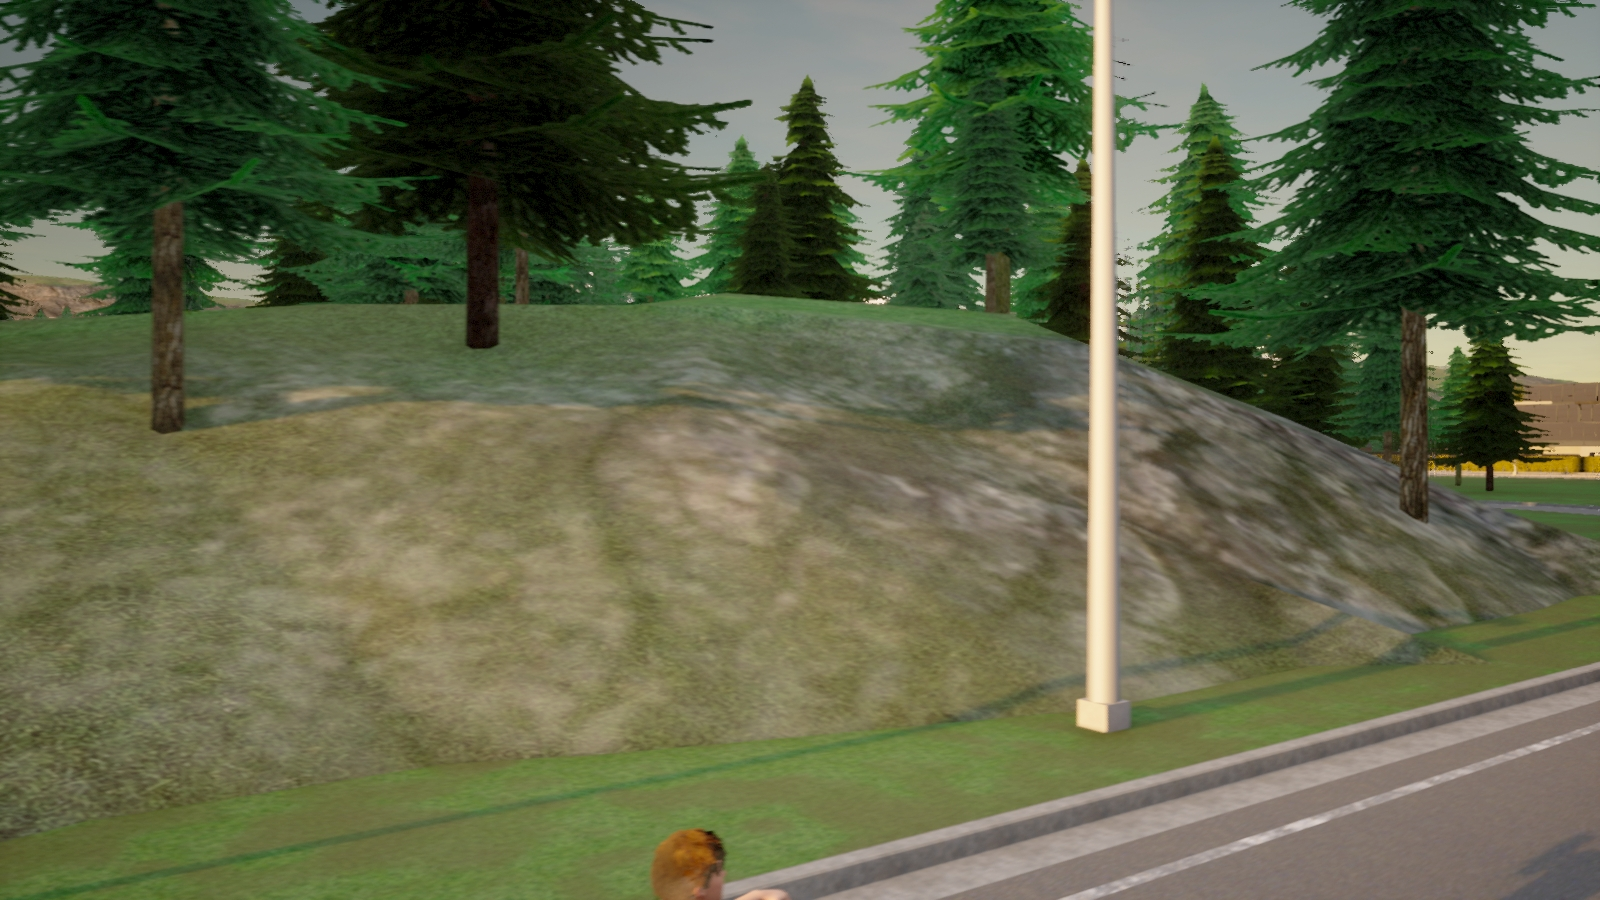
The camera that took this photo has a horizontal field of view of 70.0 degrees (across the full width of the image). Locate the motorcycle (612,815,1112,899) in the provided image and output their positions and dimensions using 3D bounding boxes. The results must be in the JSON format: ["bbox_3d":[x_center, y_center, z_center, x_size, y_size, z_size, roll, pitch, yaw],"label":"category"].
[{"bbox_3d":[-0.066,2.156,3.737,2.356,1.307,0.764,0,0,-35],"label":"motorcycle"}]
